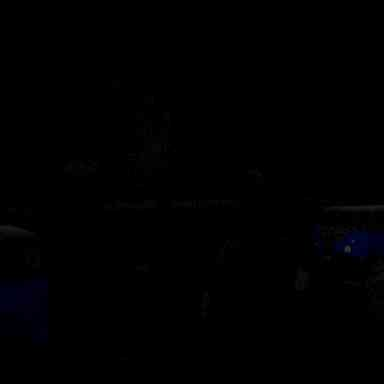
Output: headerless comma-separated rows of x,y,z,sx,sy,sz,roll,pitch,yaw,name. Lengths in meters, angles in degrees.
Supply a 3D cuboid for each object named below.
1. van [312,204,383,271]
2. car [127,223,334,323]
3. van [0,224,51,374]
5.437,1.292,10.409,3.998,1.788,1.690,0,0,-35,van
0.831,1.523,7.125,4.507,1.381,1.887,0,0,-35,car
-3.778,1.345,3.842,3.998,1.788,1.690,0,0,-35,van
